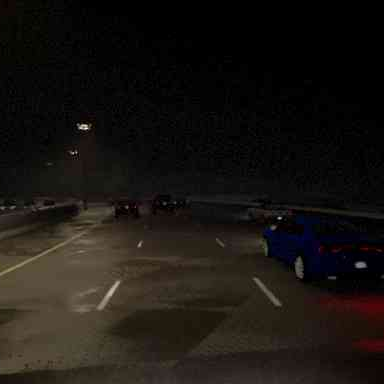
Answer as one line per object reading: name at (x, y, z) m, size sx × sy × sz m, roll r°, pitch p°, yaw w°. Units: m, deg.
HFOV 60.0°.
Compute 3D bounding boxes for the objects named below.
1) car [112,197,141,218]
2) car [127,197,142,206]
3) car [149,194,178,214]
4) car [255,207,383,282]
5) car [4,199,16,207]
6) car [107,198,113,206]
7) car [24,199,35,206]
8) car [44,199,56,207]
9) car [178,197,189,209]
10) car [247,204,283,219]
car at (-6.327, 1.457, 32.305) m, size 2.097 × 1.767 × 4.553 m, roll -1°, pitch 0°, yaw -11°
car at (-10.385, 1.700, 59.919) m, size 1.812 × 1.442 × 4.674 m, roll 0°, pitch 0°, yaw -21°
car at (-3.453, 1.283, 36.726) m, size 2.150 × 2.045 × 5.566 m, roll 0°, pitch 0°, yaw -14°
car at (3.485, 1.426, 9.644) m, size 1.882 × 1.535 × 5.008 m, roll 0°, pitch 0°, yaw -4°
car at (-35.167, 2.047, 64.221) m, size 1.812 × 1.442 × 4.674 m, roll -1°, pitch 0°, yaw -25°
car at (-14.063, 1.723, 59.785) m, size 2.128 × 1.511 × 4.902 m, roll -1°, pitch 0°, yaw -22°
car at (-31.448, 2.015, 64.503) m, size 2.033 × 1.411 × 5.357 m, roll -1°, pitch 0°, yaw -24°
car at (-25.506, 1.934, 59.605) m, size 2.033 × 1.411 × 5.357 m, roll -1°, pitch 0°, yaw -22°
car at (-1.891, 1.391, 44.380) m, size 2.097 × 1.767 × 4.553 m, roll -1°, pitch 0°, yaw -15°
car at (5.714, 1.518, 25.103) m, size 1.895 × 1.301 × 4.718 m, roll -1°, pitch 0°, yaw -9°
